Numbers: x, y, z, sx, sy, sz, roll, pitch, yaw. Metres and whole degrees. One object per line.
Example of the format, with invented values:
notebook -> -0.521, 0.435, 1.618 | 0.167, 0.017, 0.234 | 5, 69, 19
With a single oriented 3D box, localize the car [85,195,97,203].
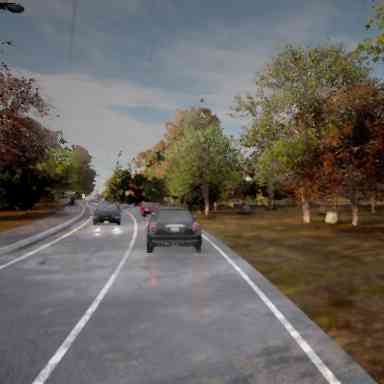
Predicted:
car -> -19.346, 1.339, 63.532 | 1.812, 1.442, 4.674 | 2, 0, -23

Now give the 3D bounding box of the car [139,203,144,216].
car -> -4.030, 1.637, 32.166 | 1.895, 1.301, 4.718 | 1, 0, -14

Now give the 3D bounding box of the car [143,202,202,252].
car -> -0.847, 1.375, 14.201 | 2.097, 1.767, 4.553 | 0, 0, -6

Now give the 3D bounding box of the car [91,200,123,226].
car -> -5.937, 1.533, 23.792 | 2.033, 1.411, 5.357 | 1, 0, -11
